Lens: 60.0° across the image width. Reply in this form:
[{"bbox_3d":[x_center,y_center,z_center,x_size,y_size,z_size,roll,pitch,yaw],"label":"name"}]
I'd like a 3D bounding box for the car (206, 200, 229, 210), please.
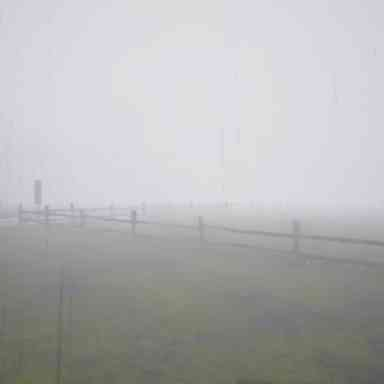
[{"bbox_3d":[3.935,1.968,51.026,1.812,1.442,4.674,0,-1,36],"label":"car"}]
